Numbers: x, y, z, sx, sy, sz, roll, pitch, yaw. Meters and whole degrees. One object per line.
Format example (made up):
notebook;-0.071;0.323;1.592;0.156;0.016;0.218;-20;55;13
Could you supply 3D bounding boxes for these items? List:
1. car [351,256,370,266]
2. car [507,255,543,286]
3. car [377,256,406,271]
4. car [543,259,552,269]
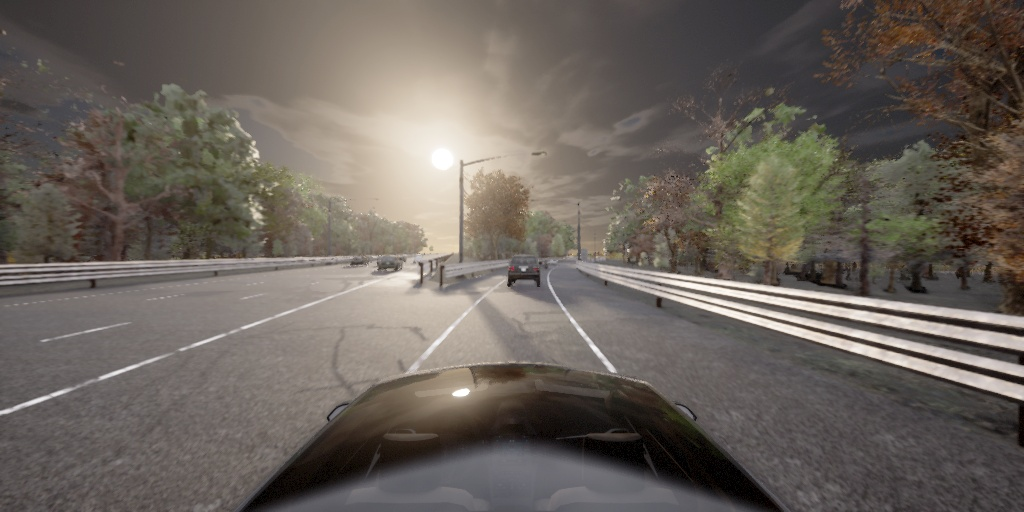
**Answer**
car;-22.861;0.782;54.132;1.837;1.490;4.892;0;0;-9
car;0.926;0.956;25.002;2.150;2.045;5.566;0;0;4
car;-13.596;0.764;40.444;2.097;1.767;4.553;0;0;-9
car;4.537;1.215;54.897;2.128;1.511;4.902;0;0;10
